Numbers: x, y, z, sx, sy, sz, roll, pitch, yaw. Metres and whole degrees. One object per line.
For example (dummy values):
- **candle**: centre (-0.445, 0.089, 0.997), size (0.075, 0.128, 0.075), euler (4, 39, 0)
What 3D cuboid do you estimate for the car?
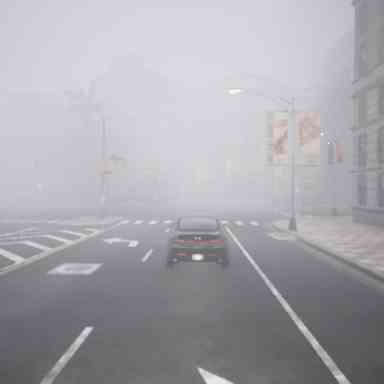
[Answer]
- **car**: centre (0.201, 1.478, 11.251), size (1.837, 1.490, 4.892), euler (0, 0, 1)
